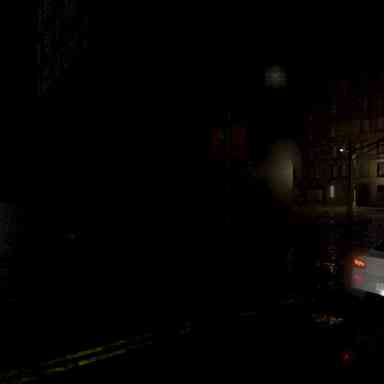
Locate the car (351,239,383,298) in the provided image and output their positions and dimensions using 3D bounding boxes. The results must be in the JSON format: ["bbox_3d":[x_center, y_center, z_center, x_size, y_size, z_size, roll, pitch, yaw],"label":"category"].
[{"bbox_3d":[5.271,1.527,7.195,4.674,1.442,1.812,0,0,-35],"label":"car"}]
